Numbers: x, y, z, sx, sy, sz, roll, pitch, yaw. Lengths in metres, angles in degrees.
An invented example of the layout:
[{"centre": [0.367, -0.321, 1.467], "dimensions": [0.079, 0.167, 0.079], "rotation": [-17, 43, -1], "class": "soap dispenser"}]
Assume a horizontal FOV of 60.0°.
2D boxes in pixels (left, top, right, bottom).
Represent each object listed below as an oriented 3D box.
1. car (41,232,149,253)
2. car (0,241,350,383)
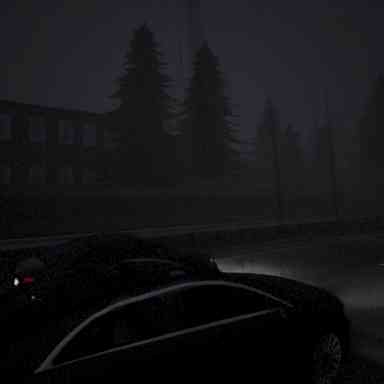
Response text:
[{"centre": [-1.447, 1.559, 7.014], "dimensions": [4.181, 1.385, 1.994], "rotation": [0, 0, -36], "class": "car"}, {"centre": [-0.224, 1.489, 3.586], "dimensions": [4.902, 1.511, 2.128], "rotation": [0, 0, -35], "class": "car"}]
